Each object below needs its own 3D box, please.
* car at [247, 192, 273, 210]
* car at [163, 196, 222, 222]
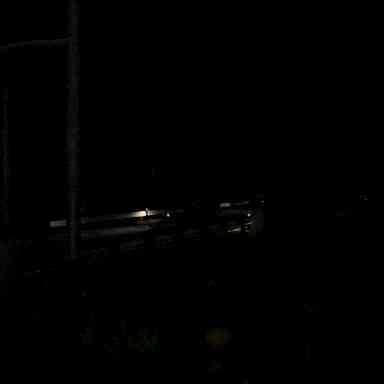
[{"bbox_3d":[6.974,0.779,30.642,1.882,1.535,5.008,0,1,42],"label":"car"},{"bbox_3d":[0.095,1.091,22.946,2.128,1.511,4.902,0,3,41],"label":"car"}]
